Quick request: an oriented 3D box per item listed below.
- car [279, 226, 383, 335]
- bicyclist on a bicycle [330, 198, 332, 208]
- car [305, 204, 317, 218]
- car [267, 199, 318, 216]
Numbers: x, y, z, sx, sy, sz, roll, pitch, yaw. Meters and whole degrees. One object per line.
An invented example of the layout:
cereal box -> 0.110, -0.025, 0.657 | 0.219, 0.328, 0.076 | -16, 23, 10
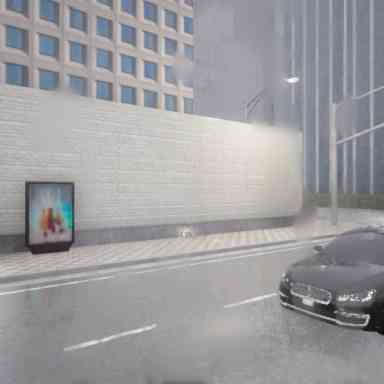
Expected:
car -> 3.825, 1.505, 6.712 | 4.892, 1.490, 1.837 | 0, 0, -35
bicyclist on a bicycle -> 18.659, 1.356, 43.935 | 1.656, 1.620, 0.582 | 0, 0, -36
car -> 9.053, 1.533, 30.755 | 1.882, 1.535, 5.008 | 0, 0, -36
car -> 10.434, 1.547, 34.841 | 2.128, 1.511, 4.902 | 0, 0, -36
